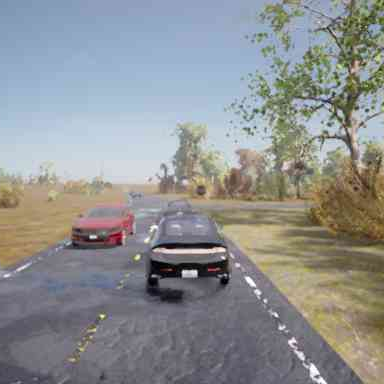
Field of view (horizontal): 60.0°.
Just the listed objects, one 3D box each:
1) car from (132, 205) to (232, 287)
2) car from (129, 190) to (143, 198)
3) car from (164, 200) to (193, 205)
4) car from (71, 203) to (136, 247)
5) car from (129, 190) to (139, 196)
[{"bbox_3d":[-0.126,1.341,8.903,2.128,1.511,4.902,0,1,-2],"label":"car"},{"bbox_3d":[-10.586,0.452,64.356,2.033,1.411,5.357,0,1,-12],"label":"car"},{"bbox_3d":[-0.840,1.201,21.545,1.994,1.385,4.181,0,1,-5],"label":"car"},{"bbox_3d":[-3.525,1.241,13.964,1.882,1.535,5.008,0,1,-3],"label":"car"},{"bbox_3d":[-13.877,0.193,79.354,1.994,1.385,4.181,0,1,-12],"label":"car"}]
